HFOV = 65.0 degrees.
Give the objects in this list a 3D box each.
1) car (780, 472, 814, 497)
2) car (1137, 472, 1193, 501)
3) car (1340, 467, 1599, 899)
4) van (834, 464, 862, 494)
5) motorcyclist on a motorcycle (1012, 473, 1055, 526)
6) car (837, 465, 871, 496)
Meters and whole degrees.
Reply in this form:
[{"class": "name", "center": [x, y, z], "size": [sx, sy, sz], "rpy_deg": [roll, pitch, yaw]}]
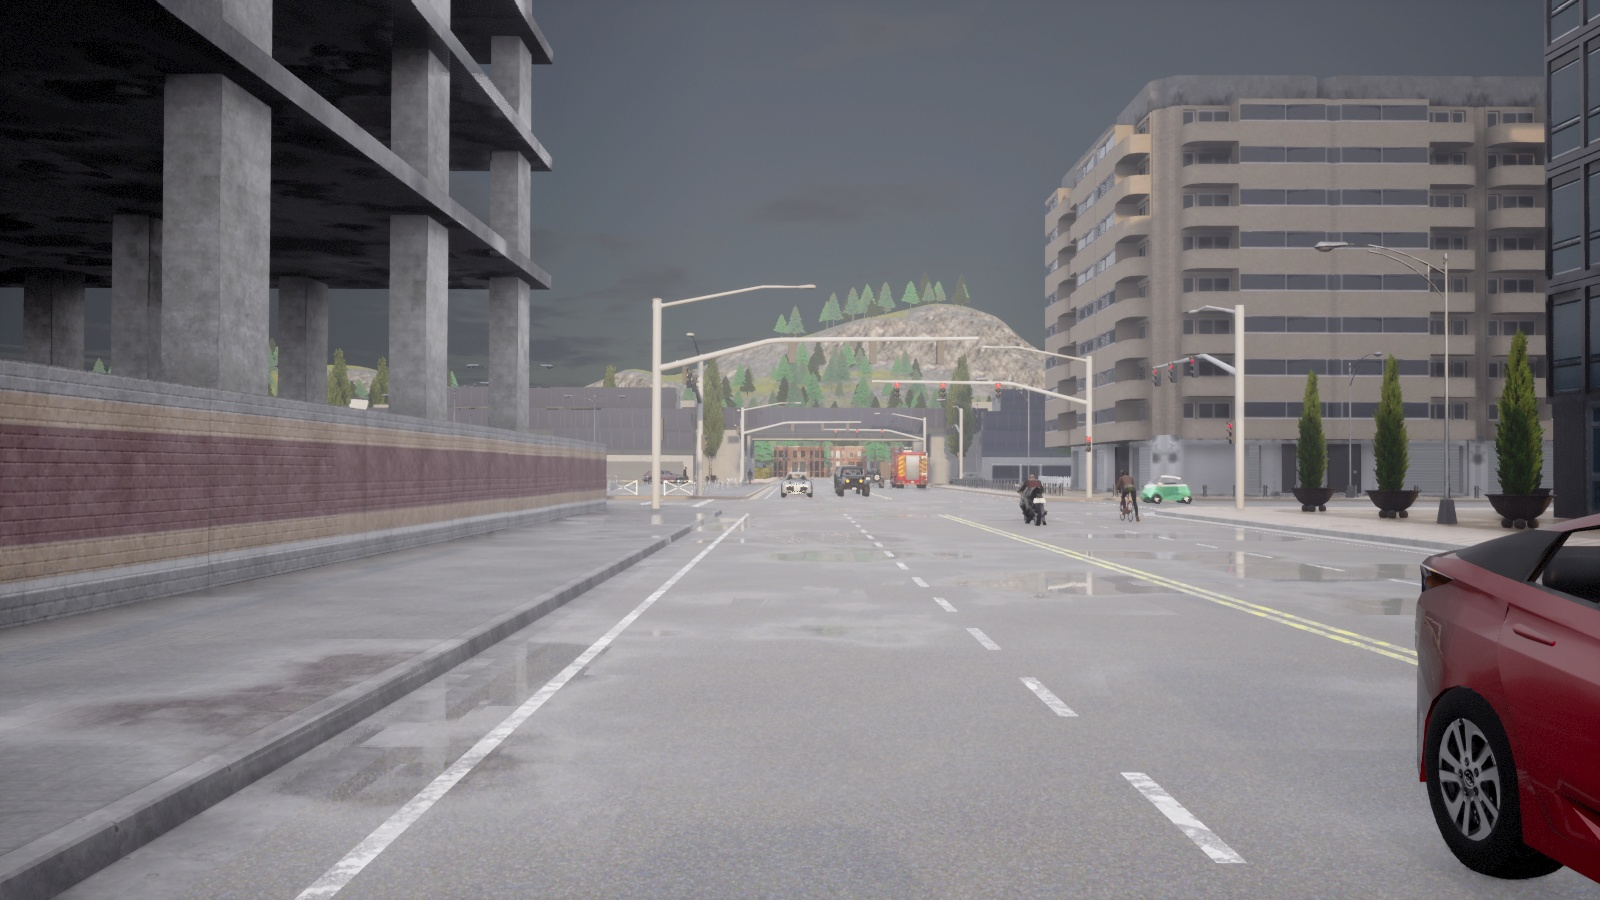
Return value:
[{"class": "car", "center": [-0.174, 2.047, 75.606], "size": [1.970, 1.475, 3.806], "rpy_deg": [0, -1, 0]}, {"class": "car", "center": [17.399, 1.750, 59.915], "size": [2.207, 1.376, 1.481], "rpy_deg": [0, -1, -3]}, {"class": "car", "center": [3.492, 0.806, 3.505], "size": [2.007, 1.525, 4.514], "rpy_deg": [0, -1, 0]}, {"class": "van", "center": [3.299, 2.005, 86.597], "size": [1.775, 1.987, 4.442], "rpy_deg": [0, -1, 0]}, {"class": "motorcyclist on a motorcycle", "center": [6.914, 1.446, 37.268], "size": [0.866, 1.530, 2.191], "rpy_deg": [0, -1, 0]}, {"class": "car", "center": [3.317, 1.907, 78.188], "size": [1.905, 1.878, 3.866], "rpy_deg": [0, -1, 0]}]
